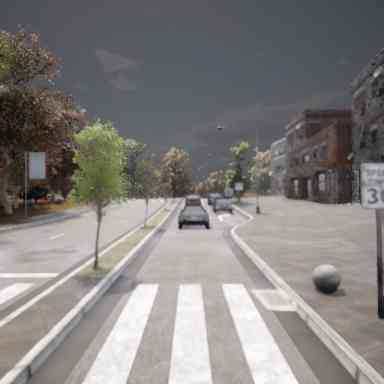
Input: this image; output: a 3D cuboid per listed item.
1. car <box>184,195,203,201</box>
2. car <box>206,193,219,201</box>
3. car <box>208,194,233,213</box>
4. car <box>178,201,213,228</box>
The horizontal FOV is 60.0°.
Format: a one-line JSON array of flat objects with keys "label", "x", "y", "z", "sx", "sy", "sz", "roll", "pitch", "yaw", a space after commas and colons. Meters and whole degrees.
[{"label": "car", "x": 0.132, "y": 1.076, "z": 38.735, "sx": 1.837, "sy": 1.490, "sz": 4.892, "roll": 0, "pitch": 2, "yaw": 0}, {"label": "car", "x": 2.998, "y": 0.906, "z": 44.053, "sx": 2.128, "sy": 1.511, "sz": 4.902, "roll": 0, "pitch": 2, "yaw": 1}, {"label": "car", "x": 2.952, "y": 1.288, "z": 33.007, "sx": 2.033, "sy": 1.411, "sz": 5.357, "roll": 0, "pitch": 2, "yaw": 0}, {"label": "car", "x": 0.118, "y": 1.521, "z": 22.010, "sx": 1.994, "sy": 1.385, "sz": 4.181, "roll": 0, "pitch": 0, "yaw": 0}]
